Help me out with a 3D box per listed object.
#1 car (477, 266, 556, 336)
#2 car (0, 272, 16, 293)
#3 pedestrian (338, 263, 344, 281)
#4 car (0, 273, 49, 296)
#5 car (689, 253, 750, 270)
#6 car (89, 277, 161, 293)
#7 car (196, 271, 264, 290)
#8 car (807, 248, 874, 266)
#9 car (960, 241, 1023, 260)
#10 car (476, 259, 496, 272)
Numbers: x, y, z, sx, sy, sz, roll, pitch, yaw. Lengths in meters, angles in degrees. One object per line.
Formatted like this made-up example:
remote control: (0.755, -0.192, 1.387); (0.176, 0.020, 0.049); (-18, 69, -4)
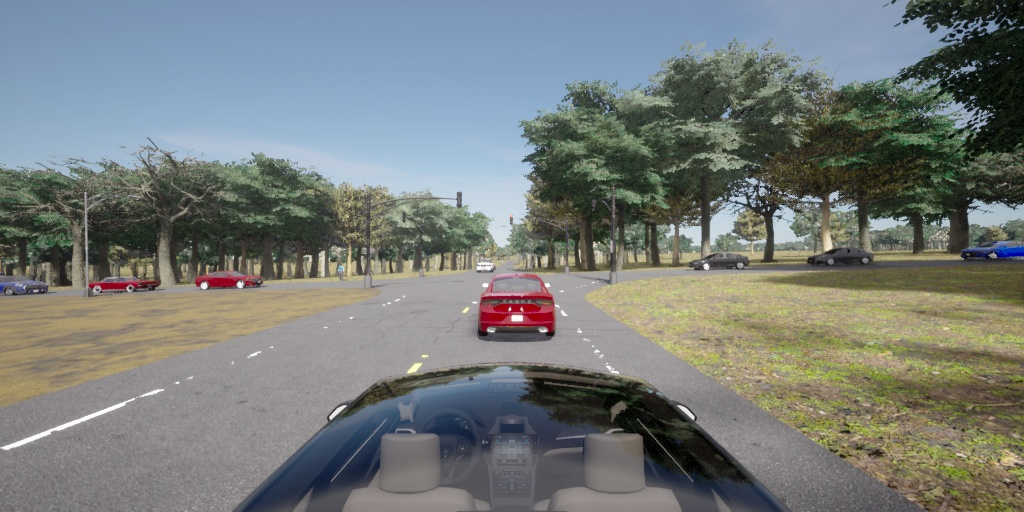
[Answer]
car: (0.125, 1.230, 10.409); (1.882, 1.535, 5.008); (0, 0, 0)
car: (-52.827, 2.701, 35.187); (5.566, 2.045, 2.150); (-2, -1, 3)
pedestrian: (-17.920, 1.667, 37.525); (0.375, 1.860, 0.375); (0, 1, 3)
car: (-43.333, 2.502, 31.085); (4.553, 1.767, 2.097); (-2, -1, 3)
car: (18.453, 0.481, 32.079); (4.892, 1.490, 1.837); (-2, -1, 2)
car: (-33.052, 2.417, 30.595); (4.718, 1.301, 1.895); (-2, -1, 3)
car: (-23.694, 1.975, 30.176); (5.008, 1.535, 1.882); (-2, -1, 2)
car: (28.873, 0.068, 31.645); (4.892, 1.490, 1.837); (-3, -1, 2)
car: (42.158, -0.464, 31.074); (5.008, 1.535, 1.882); (-2, -1, 3)
car: (-3.932, 1.393, 52.972); (2.150, 2.045, 5.566); (0, -1, 1)
